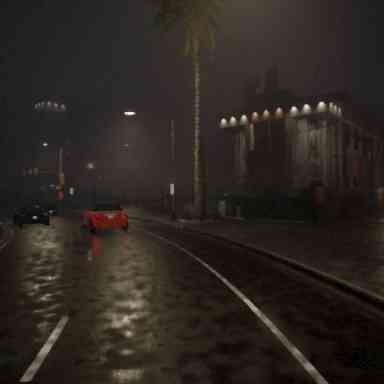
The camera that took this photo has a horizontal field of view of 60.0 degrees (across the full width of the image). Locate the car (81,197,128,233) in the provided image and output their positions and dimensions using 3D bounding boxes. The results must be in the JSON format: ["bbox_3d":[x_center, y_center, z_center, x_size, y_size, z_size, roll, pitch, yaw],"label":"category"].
[{"bbox_3d":[-5.441,1.396,20.305,2.097,1.767,4.553,0,0,-26],"label":"car"}]

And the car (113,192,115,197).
[{"bbox_3d":[-14.090,1.370,56.730,4.553,1.767,2.185,0,0,39],"label":"car"}]

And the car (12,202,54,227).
[{"bbox_3d":[-11.438,1.644,23.513,1.994,1.385,4.181,0,0,-34],"label":"car"}]

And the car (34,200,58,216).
[{"bbox_3d":[-15.005,1.610,33.007,4.892,1.490,1.837,0,0,44],"label":"car"}]

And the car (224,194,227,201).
[{"bbox_3d":[6.101,1.421,54.883,4.674,1.452,2.002,0,0,39],"label":"car"}]
